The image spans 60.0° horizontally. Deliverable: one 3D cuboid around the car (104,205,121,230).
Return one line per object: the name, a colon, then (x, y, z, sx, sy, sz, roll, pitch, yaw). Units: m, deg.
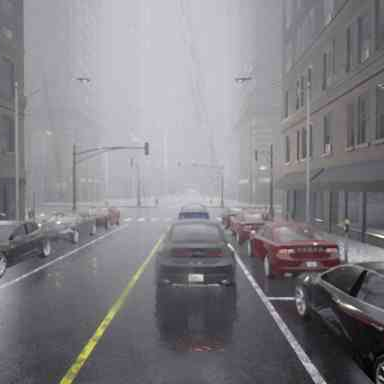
car: (-5.709, 1.539, 20.971, 1.887, 1.381, 4.507, -1, 0, 0)

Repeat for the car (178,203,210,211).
car: (0.125, 1.471, 21.551, 1.882, 1.535, 5.008, 0, 0, 1)

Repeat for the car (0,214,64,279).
car: (-5.742, 1.563, 9.960, 1.947, 1.339, 4.313, -1, 0, 0)

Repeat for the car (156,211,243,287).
car: (0.099, 1.503, 9.269, 1.837, 1.490, 4.892, 0, 0, 0)

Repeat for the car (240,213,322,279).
car: (2.783, 1.541, 9.934, 1.887, 1.381, 4.507, -1, 0, 0)

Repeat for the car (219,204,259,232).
car: (2.816, 1.539, 20.945, 1.887, 1.381, 4.507, -1, 0, 0)

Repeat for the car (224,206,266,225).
car: (2.800, 1.540, 15.439, 1.887, 1.381, 4.507, -1, 0, 0)

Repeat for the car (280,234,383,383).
car: (2.767, 1.564, 4.429, 1.947, 1.339, 4.313, -1, 0, 0)

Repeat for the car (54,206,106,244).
car: (-5.725, 1.546, 15.465, 2.008, 1.369, 4.403, -1, 0, 0)
